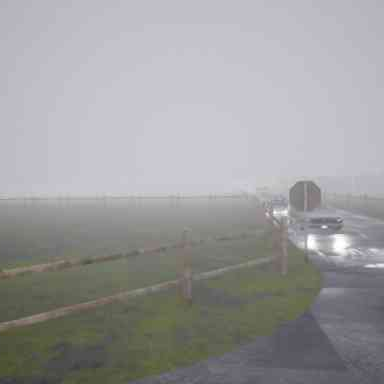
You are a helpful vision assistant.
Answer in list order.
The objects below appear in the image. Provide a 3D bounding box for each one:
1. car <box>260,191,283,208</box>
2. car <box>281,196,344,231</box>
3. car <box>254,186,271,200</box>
[{"bbox_3d":[8.148,0.832,32.689,1.895,1.301,4.718,-1,1,7],"label":"car"},{"bbox_3d":[6.231,1.117,17.489,2.033,1.411,5.357,-1,1,7],"label":"car"},{"bbox_3d":[10.284,0.122,48.970,2.150,2.045,5.566,-1,1,7],"label":"car"}]
